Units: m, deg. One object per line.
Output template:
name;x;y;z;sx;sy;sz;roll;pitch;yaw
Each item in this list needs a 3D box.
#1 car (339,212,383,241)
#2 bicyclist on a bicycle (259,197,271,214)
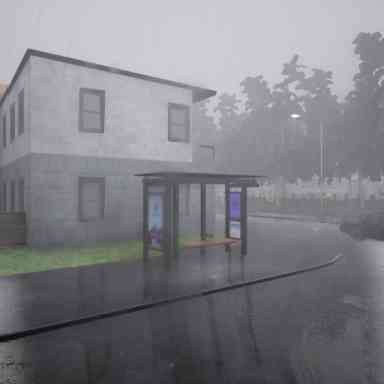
car;8.753;1.547;14.125;2.033;1.411;5.357;0;0;-17
bicyclist on a bicycle;7.145;1.349;32.428;1.656;1.620;0.582;0;0;-35
